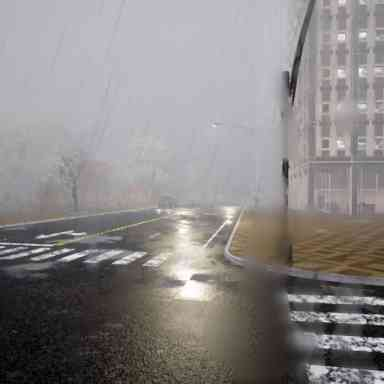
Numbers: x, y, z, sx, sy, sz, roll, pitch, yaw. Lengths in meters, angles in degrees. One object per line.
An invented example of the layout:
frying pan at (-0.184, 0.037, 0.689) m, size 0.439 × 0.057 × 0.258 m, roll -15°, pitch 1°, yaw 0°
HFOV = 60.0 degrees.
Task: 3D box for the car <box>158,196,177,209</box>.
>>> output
car at (-3.994, 1.680, 55.013) m, size 2.150 × 2.045 × 5.566 m, roll 1°, pitch -1°, yaw 10°
